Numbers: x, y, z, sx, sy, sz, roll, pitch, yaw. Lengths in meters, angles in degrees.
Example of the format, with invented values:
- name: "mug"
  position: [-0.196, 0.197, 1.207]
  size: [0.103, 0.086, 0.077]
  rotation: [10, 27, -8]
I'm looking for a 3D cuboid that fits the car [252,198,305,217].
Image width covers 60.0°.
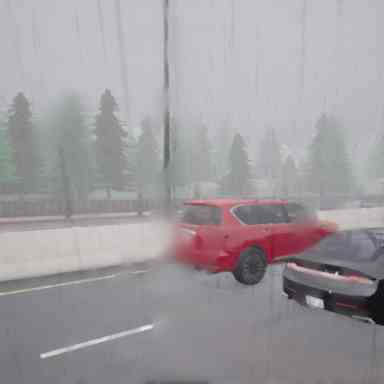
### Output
- name: "car"
  position: [8.093, 1.361, 30.913]
  size: [5.008, 1.535, 1.882]
  rotation: [0, 0, -33]

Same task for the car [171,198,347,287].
- name: "car"
  position: [2.055, 1.189, 9.529]
  size: [5.566, 2.045, 2.150]
  rotation: [0, 0, -36]

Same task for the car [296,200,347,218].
- name: "car"
  position: [11.243, 1.437, 28.782]
  size: [4.181, 1.385, 1.994]
  rotation: [0, 0, -32]

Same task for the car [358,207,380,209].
- name: "car"
  position: [12.642, 1.398, 25.525]
  size: [4.674, 1.442, 1.812]
  rotation: [0, 0, -32]

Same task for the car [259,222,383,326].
- name: "car"
  position: [3.851, 1.456, 6.510]
  size: [4.902, 1.511, 2.128]
  rotation: [0, 0, -36]
